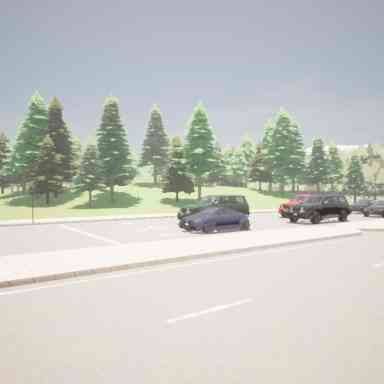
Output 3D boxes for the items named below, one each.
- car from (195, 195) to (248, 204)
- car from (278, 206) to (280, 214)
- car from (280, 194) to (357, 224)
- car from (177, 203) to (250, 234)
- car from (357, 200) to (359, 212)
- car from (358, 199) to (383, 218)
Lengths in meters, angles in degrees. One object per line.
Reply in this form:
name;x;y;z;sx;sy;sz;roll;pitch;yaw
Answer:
car;1.643;1.222;23.601;5.566;2.045;2.150;0;0;-35
car;10.166;1.221;29.507;5.566;2.045;2.150;0;0;-33
car;9.511;1.221;24.816;5.566;2.045;2.150;0;0;-34
car;1.352;1.564;19.128;4.181;1.385;1.994;0;0;-35
car;18.311;1.526;35.168;4.674;1.442;1.812;0;0;-34
car;17.570;1.526;30.398;4.674;1.442;1.812;0;0;-34
